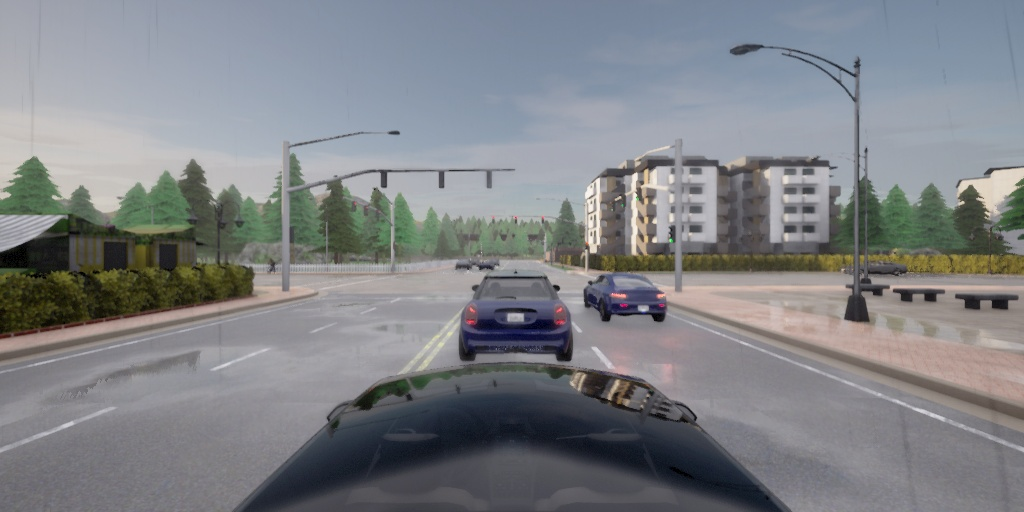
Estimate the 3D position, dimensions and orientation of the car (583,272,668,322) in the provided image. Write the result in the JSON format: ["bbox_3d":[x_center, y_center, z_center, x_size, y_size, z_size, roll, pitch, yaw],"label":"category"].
[{"bbox_3d":[3.645,1.265,12.113,1.812,1.442,4.674,0,0,1],"label":"car"}]

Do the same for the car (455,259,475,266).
[{"bbox_3d":[-6.802,1.179,50.919,1.882,1.535,5.008,0,0,0],"label":"car"}]

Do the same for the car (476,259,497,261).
[{"bbox_3d":[-3.335,1.306,47.547,1.895,1.301,4.718,0,0,1],"label":"car"}]

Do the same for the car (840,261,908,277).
[{"bbox_3d":[34.535,1.208,34.329,4.902,1.511,2.128,0,0,12],"label":"car"}]

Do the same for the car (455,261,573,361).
[{"bbox_3d":[0.092,1.095,8.403,2.097,1.767,4.553,0,0,1],"label":"car"}]

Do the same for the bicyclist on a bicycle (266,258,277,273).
[{"bbox_3d":[-25.594,1.017,38.174,0.582,1.620,1.656,0,0,-1],"label":"bicyclist on a bicycle"}]
